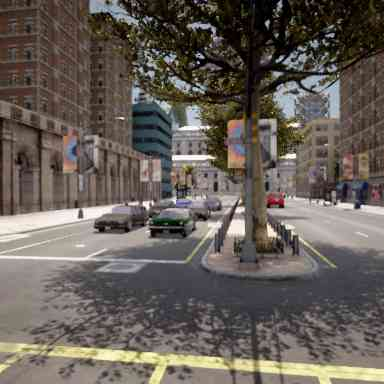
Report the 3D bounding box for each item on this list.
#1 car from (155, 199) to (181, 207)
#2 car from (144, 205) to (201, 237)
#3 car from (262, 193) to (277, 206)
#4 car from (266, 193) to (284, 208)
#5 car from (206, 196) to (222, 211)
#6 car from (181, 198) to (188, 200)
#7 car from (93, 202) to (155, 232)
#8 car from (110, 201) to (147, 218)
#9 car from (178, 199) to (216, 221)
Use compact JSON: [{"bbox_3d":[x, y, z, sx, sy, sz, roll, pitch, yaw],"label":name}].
[{"bbox_3d":[-2.579,1.499,30.367,1.837,1.490,4.892,0,0,9],"label":"car"},{"bbox_3d":[-0.908,1.597,18.154,1.895,1.301,4.718,0,0,9],"label":"car"},{"bbox_3d":[13.276,1.202,57.298,2.150,2.045,5.566,0,0,9],"label":"car"},{"bbox_3d":[11.699,1.205,46.998,2.150,2.045,5.566,0,0,9],"label":"car"},{"bbox_3d":[2.447,1.342,39.984,2.097,1.767,4.553,0,0,10],"label":"car"},{"bbox_3d":[-0.943,1.517,40.952,1.812,1.442,4.674,0,0,9],"label":"car"},{"bbox_3d":[-4.105,1.545,20.404,2.033,1.411,5.357,0,0,9],"label":"car"},{"bbox_3d":[-5.726,1.591,30.635,1.895,1.301,4.718,0,0,9],"label":"car"},{"bbox_3d":[0.551,1.541,27.695,2.033,1.411,5.357,0,0,9],"label":"car"}]
